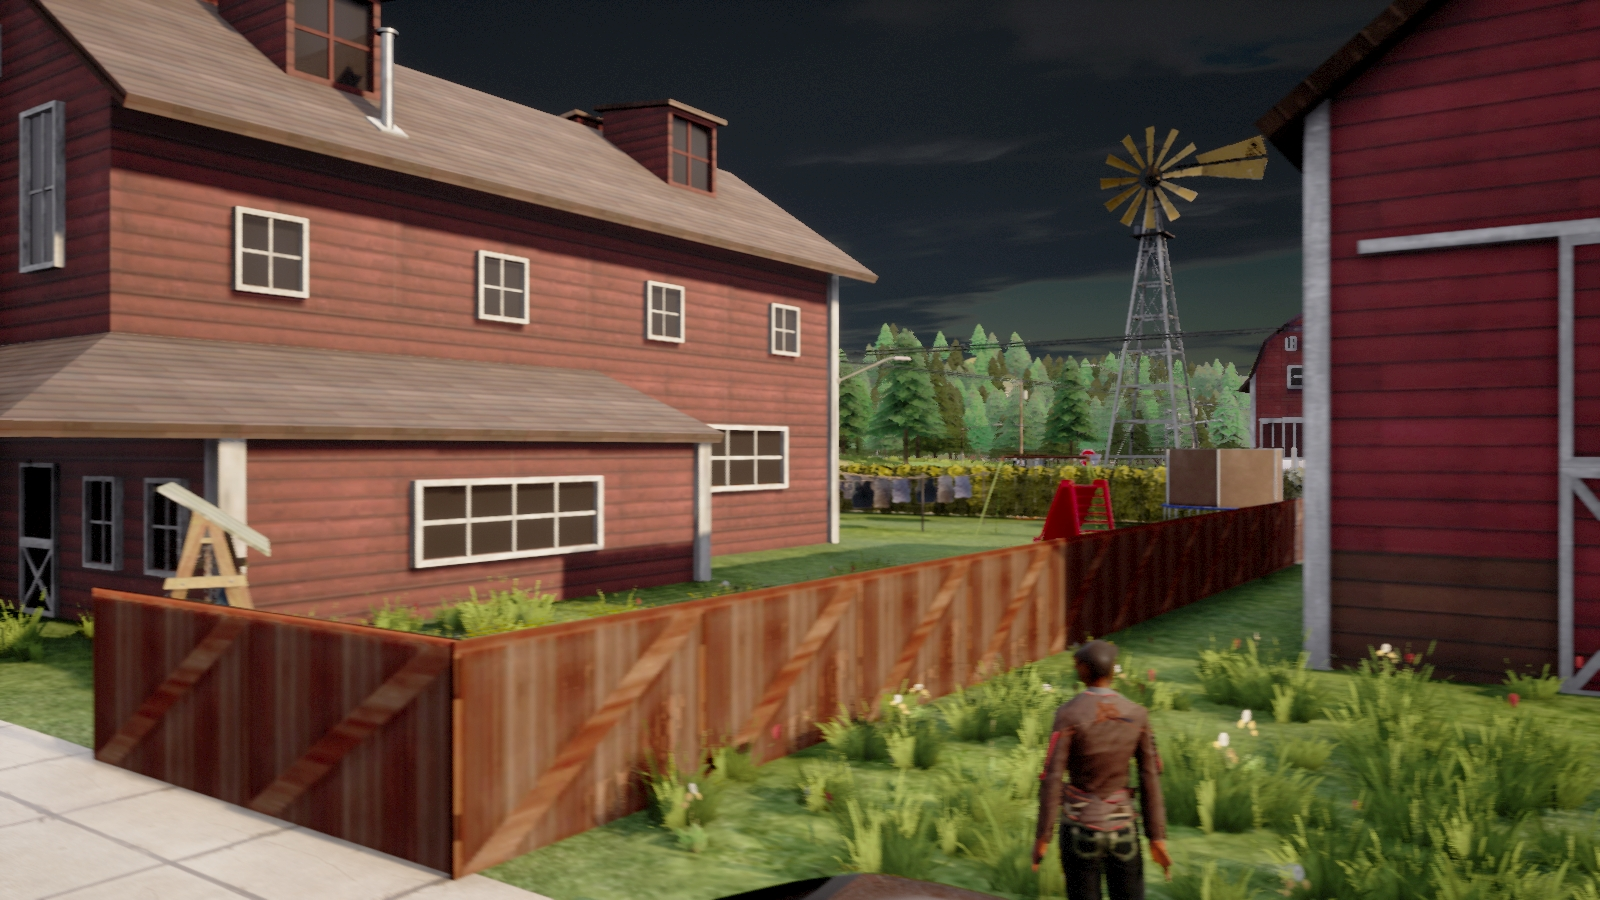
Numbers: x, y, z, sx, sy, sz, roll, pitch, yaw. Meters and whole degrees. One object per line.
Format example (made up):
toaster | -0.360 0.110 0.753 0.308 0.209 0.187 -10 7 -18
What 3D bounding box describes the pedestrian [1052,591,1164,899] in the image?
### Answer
pedestrian | 1.305 1.555 4.875 0.375 1.860 0.375 0 0 -1
